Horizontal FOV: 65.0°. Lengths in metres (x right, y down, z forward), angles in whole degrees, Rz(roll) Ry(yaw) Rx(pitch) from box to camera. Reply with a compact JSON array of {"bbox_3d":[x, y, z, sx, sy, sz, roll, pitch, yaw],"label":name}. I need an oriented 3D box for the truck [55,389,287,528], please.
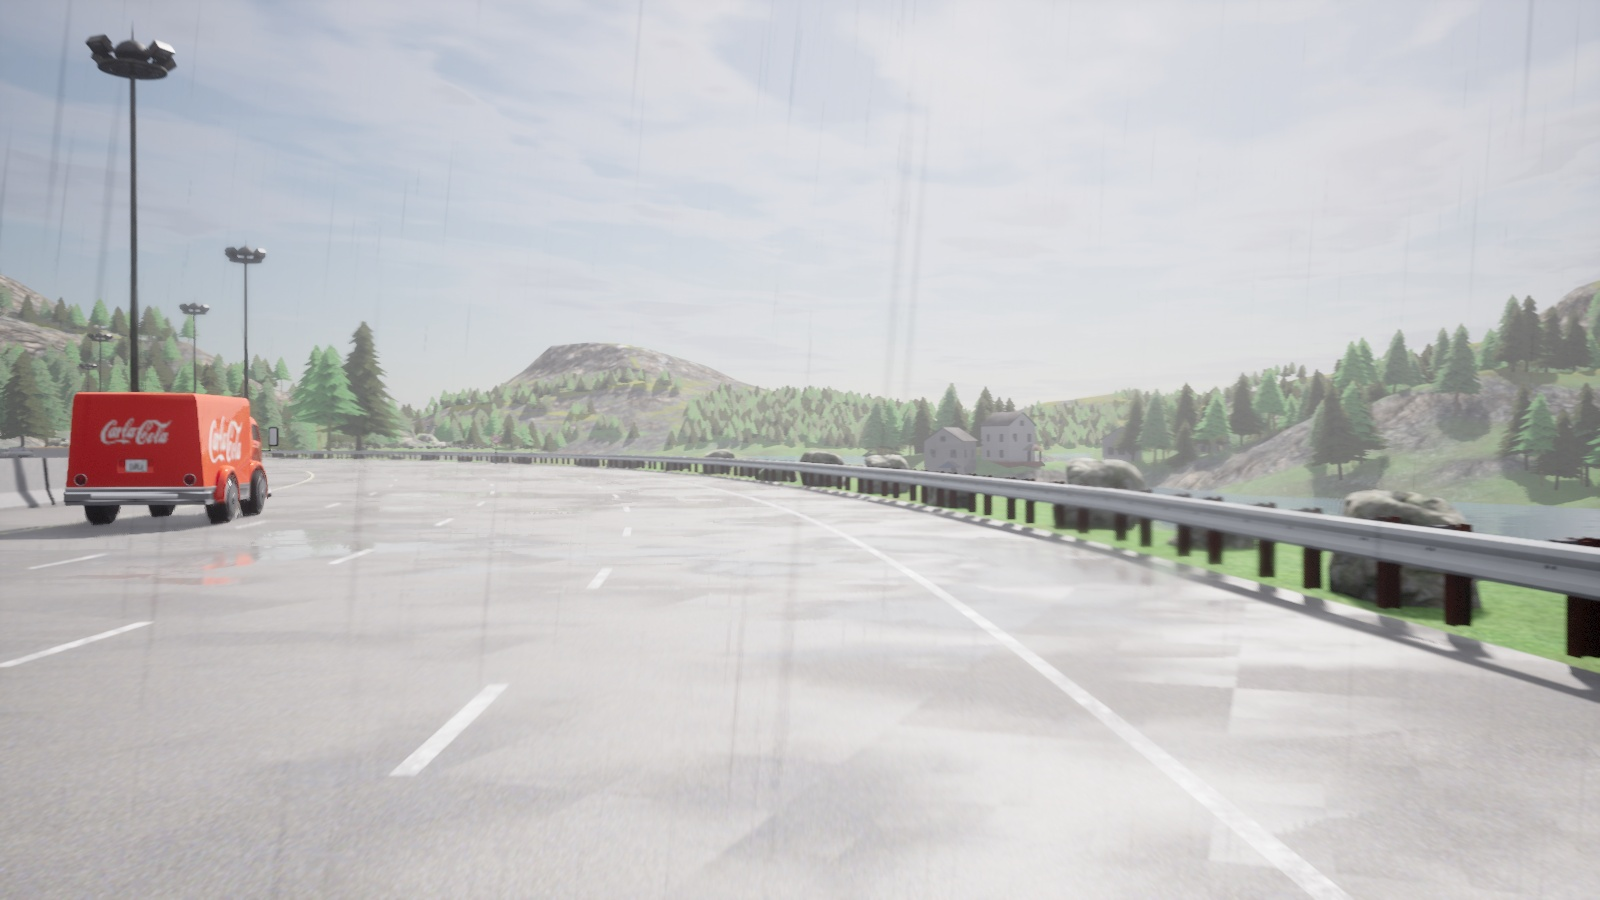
[{"bbox_3d":[-12.231,0.140,24.939,2.627,2.467,5.204,0,0,-8],"label":"truck"}]
